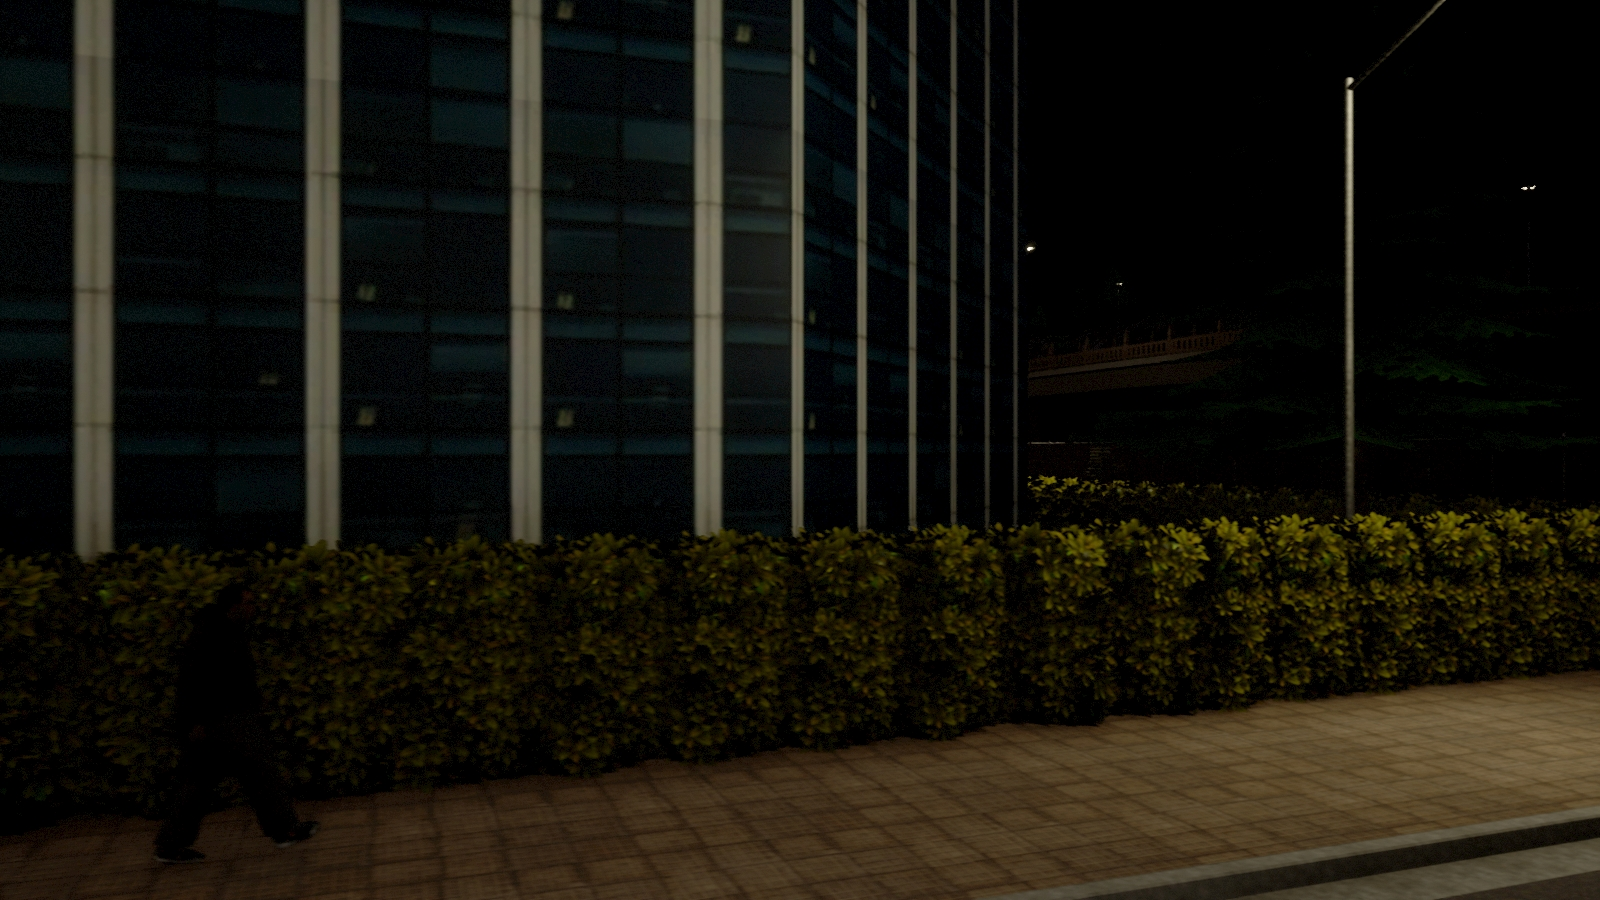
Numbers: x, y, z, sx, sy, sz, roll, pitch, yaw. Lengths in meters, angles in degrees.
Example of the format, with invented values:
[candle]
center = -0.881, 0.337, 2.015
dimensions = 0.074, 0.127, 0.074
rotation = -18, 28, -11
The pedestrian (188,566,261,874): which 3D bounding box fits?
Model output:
[pedestrian]
center = -3.680, 1.696, 7.316
dimensions = 0.375, 1.860, 0.375
rotation = 0, 0, -20
